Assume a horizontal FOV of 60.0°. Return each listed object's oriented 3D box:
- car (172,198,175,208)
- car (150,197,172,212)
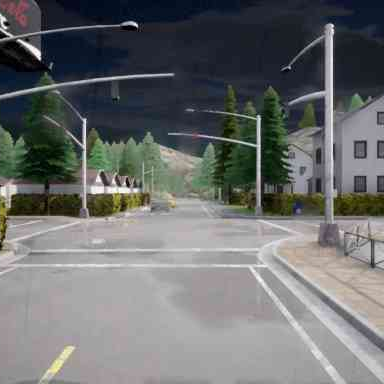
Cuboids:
[{"bbox_3d":[-3.601,1.478,48.640,1.882,1.535,5.008,0,0,0],"label":"car"},{"bbox_3d":[-3.595,1.526,38.168,1.812,1.442,4.674,0,0,0],"label":"car"}]
